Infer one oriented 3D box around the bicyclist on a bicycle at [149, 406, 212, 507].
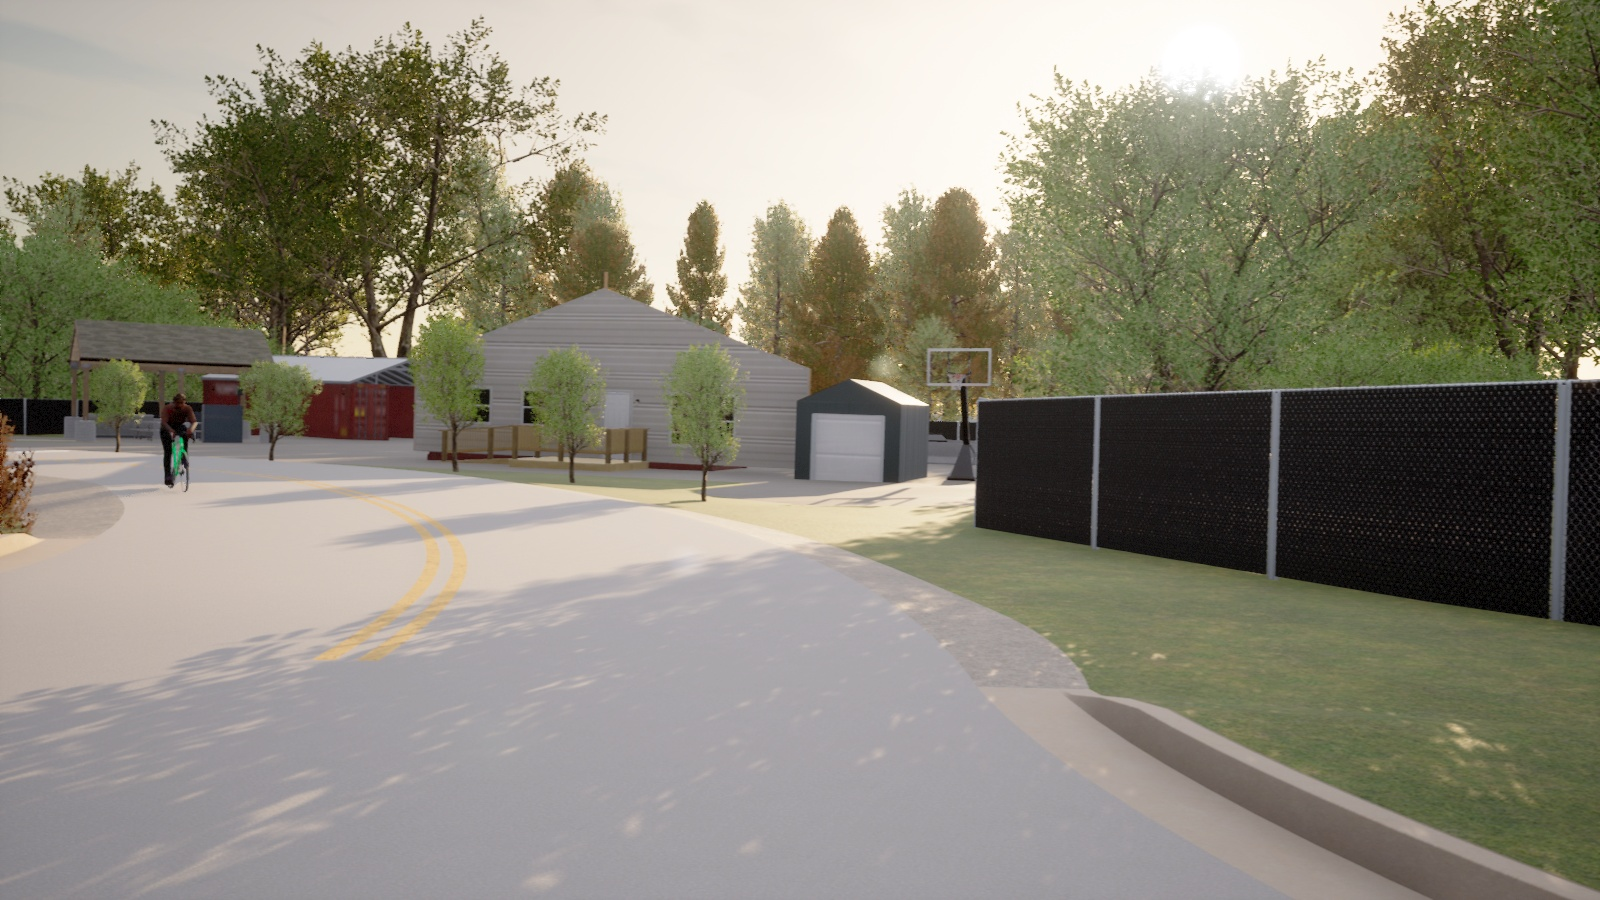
[{"bbox_3d":[-10.291,0.076,20.827,0.582,1.620,1.656,-2,3,-38],"label":"bicyclist on a bicycle"}]
